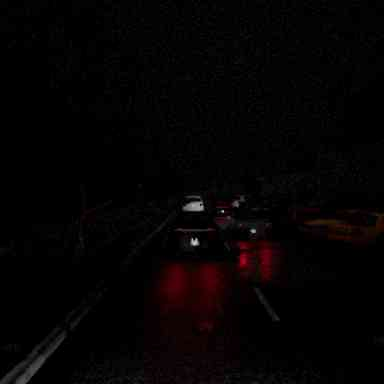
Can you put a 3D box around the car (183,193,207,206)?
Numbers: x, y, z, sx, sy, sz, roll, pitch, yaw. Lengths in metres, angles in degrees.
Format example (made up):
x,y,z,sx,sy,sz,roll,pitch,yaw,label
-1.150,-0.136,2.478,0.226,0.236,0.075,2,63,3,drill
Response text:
x,y,z,sx,sy,sz,roll,pitch,yaw,label
0.102,1.442,35.119,2.150,2.045,5.566,0,0,0,car

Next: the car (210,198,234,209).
x,y,z,sx,sy,sz,roll,pitch,yaw,label
3.102,1.732,36.076,1.837,1.490,4.892,0,0,0,car

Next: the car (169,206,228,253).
x,y,z,sx,sy,sz,roll,pitch,yaw,label
0.098,1.552,13.903,2.128,1.511,4.902,0,0,0,car

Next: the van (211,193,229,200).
x,y,z,sx,sy,sz,roll,pitch,yaw,label
7.972,1.209,94.814,4.442,1.987,1.878,1,1,-20,van

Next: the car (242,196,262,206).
x,y,z,sx,sy,sz,roll,pitch,yaw,label
8.105,1.581,34.914,4.553,1.767,2.185,1,0,-20,car

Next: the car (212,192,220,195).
x,y,z,sx,sy,sz,roll,pitch,yaw,label
8.049,1.399,82.919,4.553,1.767,2.185,1,0,-20,car

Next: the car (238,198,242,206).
x,y,z,sx,sy,sz,roll,pitch,yaw,label
8.076,1.766,37.902,4.674,1.452,2.002,1,0,-20,car

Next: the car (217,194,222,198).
x,y,z,sx,sy,sz,roll,pitch,yaw,label
8.050,1.690,64.924,4.792,1.488,2.163,1,1,-20,car

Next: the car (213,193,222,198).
x,y,z,sx,sy,sz,roll,pitch,yaw,label
8.051,1.599,76.930,4.792,1.488,2.163,1,1,-20,car

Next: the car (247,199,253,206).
x,y,z,sx,sy,sz,roll,pitch,yaw,label
8.075,1.726,31.902,4.674,1.452,2.002,1,0,-20,car

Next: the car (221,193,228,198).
x,y,z,sx,sy,sz,roll,pitch,yaw,label
8.052,1.484,52.907,5.566,2.045,2.435,1,1,-20,car

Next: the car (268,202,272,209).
x,y,z,sx,sy,sz,roll,pitch,yaw,label
8.046,1.641,22.885,4.792,1.488,2.163,1,0,-20,car

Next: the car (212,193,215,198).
x,y,z,sx,sy,sz,roll,pitch,yaw,label
8.072,1.588,79.948,4.674,1.452,2.002,1,0,-20,car

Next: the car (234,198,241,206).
x,y,z,sx,sy,sz,roll,pitch,yaw,label
8.099,1.764,40.926,4.792,1.488,2.163,1,0,-20,car

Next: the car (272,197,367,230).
x,y,z,sx,sy,sz,roll,pitch,yaw,label
8.051,1.337,19.884,5.566,2.045,2.435,1,0,-20,car

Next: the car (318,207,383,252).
x,y,z,sx,sy,sz,roll,pitch,yaw,label
8.244,1.547,13.964,5.366,1.575,1.946,1,-1,-20,car

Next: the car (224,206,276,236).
x,y,z,sx,sy,sz,roll,pitch,yaw,label
3.102,1.696,18.969,1.895,1.301,4.718,0,0,0,car

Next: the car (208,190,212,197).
x,y,z,sx,sy,sz,roll,pitch,yaw,label
8.056,1.207,91.861,5.566,2.045,2.435,1,1,-20,car

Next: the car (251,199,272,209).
x,y,z,sx,sy,sz,roll,pitch,yaw,label
8.065,1.663,28.902,5.008,1.535,2.097,1,-1,-20,car

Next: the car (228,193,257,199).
x,y,z,sx,sy,sz,roll,pitch,yaw,label
8.102,1.491,43.926,5.566,2.045,2.435,1,0,-20,car

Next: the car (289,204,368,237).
x,y,z,sx,sy,sz,roll,pitch,yaw,label
7.897,1.560,16.830,5.366,1.575,1.946,1,0,-20,car

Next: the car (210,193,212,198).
x,y,z,sx,sy,sz,roll,pitch,yaw,label
8.071,1.481,88.895,4.892,1.521,2.231,1,0,-20,car
